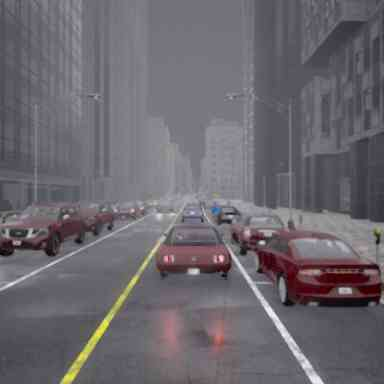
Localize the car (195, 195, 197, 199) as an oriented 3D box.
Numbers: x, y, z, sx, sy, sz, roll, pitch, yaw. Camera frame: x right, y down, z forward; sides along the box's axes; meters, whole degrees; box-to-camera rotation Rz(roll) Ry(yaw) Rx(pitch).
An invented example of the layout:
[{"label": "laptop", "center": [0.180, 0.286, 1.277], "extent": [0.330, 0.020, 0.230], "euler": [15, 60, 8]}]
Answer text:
[{"label": "car", "center": [2.581, 2.135, 92.593], "extent": [1.967, 1.590, 4.097], "euler": [0, 0, 0]}]

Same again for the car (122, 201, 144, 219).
[{"label": "car", "center": [-5.887, 1.643, 30.572], "extent": [1.967, 1.590, 4.097], "euler": [0, 0, 0]}]

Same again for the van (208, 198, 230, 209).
[{"label": "van", "center": [2.638, 1.544, 30.565], "extent": [1.690, 1.788, 3.998], "euler": [0, 0, 0]}]

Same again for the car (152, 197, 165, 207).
[{"label": "car", "center": [-5.915, 1.913, 52.925], "extent": [1.752, 1.417, 4.829], "euler": [0, -1, 1]}]

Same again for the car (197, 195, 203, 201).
[{"label": "car", "center": [2.333, 1.788, 58.193], "extent": [2.097, 1.767, 4.553], "euler": [0, -1, 0]}]

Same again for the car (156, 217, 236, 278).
[{"label": "car", "center": [0.061, 1.667, 10.321], "extent": [1.895, 1.301, 4.718], "euler": [0, 0, 0]}]

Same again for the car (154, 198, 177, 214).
[{"label": "car", "center": [-3.133, 1.803, 40.125], "extent": [1.812, 1.442, 4.674], "euler": [0, 0, 0]}]

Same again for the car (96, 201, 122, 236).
[{"label": "car", "center": [-5.875, 1.439, 19.293], "extent": [2.192, 1.841, 5.009], "euler": [0, 0, 0]}]

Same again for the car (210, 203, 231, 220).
[{"label": "car", "center": [2.644, 1.727, 24.925], "extent": [1.947, 1.339, 4.313], "euler": [0, 0, 0]}]

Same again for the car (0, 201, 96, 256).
[{"label": "car", "center": [-5.870, 1.402, 13.655], "extent": [2.192, 1.841, 5.009], "euler": [0, 0, 0]}]

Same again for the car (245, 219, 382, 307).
[{"label": "car", "center": [2.661, 1.596, 8.008], "extent": [1.887, 1.381, 4.507], "euler": [0, 0, 0]}]

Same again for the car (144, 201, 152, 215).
[{"label": "car", "center": [-5.892, 1.686, 36.210], "extent": [1.967, 1.590, 4.097], "euler": [0, 0, 0]}]

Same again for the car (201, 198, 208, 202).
[{"label": "car", "center": [2.623, 1.869, 47.688], "extent": [1.752, 1.417, 4.829], "euler": [0, -1, 1]}]

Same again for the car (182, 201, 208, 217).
[{"label": "car", "center": [0.058, 1.737, 28.766], "extent": [2.033, 1.411, 5.357], "euler": [0, 0, 0]}]

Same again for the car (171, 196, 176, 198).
[{"label": "car", "center": [-5.940, 2.238, 86.968], "extent": [1.802, 1.307, 4.206], "euler": [0, 0, 0]}]

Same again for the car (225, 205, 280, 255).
[{"label": "car", "center": [2.656, 1.527, 13.648], "extent": [1.967, 1.590, 4.097], "euler": [0, 0, 0]}]
